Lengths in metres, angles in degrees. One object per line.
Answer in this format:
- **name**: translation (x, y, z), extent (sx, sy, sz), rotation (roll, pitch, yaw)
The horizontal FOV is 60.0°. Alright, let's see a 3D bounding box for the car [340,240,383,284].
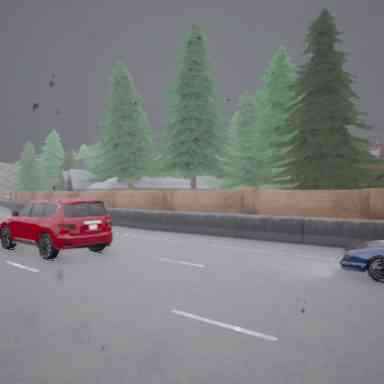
- **car**: translation (6.552, 1.573, 7.952), extent (5.357, 1.411, 2.033), rotation (0, 0, 36)

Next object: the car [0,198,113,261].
- **car**: translation (-5.340, 1.265, 12.823), extent (5.566, 2.045, 2.150), rotation (0, 0, 40)

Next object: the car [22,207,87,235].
- **car**: translation (-8.524, 1.670, 20.367), extent (4.718, 1.301, 1.895), rotation (0, 0, 43)
